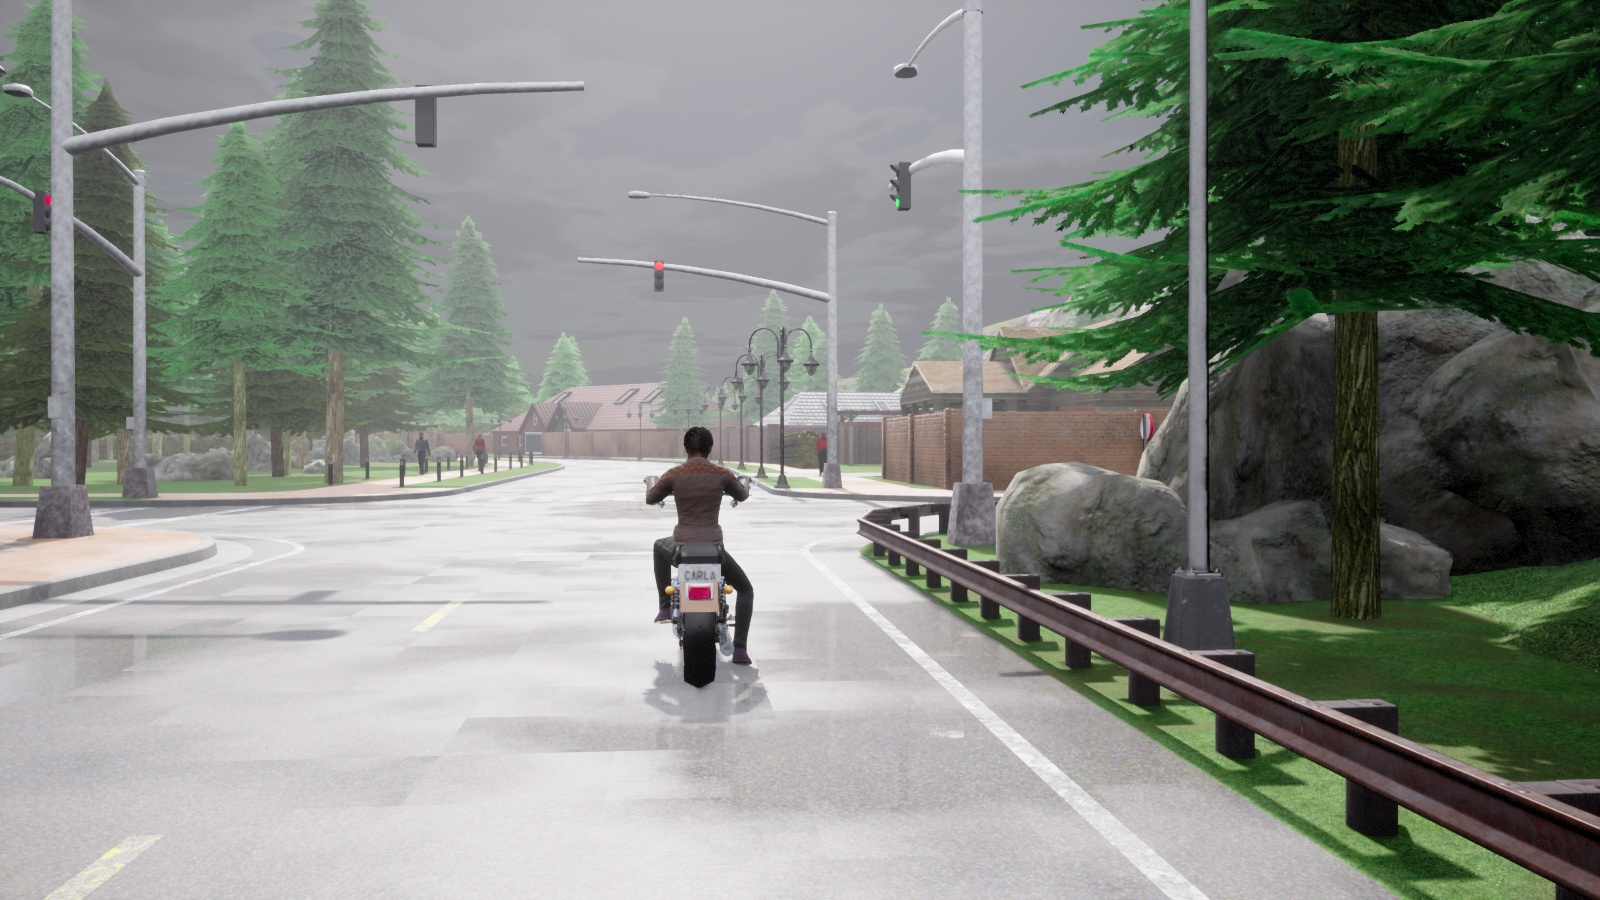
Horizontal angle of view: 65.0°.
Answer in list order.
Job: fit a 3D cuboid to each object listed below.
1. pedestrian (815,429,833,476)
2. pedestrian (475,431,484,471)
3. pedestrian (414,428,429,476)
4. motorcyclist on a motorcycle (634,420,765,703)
[{"bbox_3d":[0.947,0.103,49.645,0.634,1.844,0.899,0,0,-5],"label":"pedestrian"},{"bbox_3d":[-14.906,0.030,58.461,0.331,1.846,0.636,0,0,-6],"label":"pedestrian"},{"bbox_3d":[-15.319,0.073,50.787,0.423,1.949,0.788,0,0,-5],"label":"pedestrian"},{"bbox_3d":[-0.693,0.648,8.534,0.766,1.649,2.350,0,0,-5],"label":"motorcyclist on a motorcycle"}]
